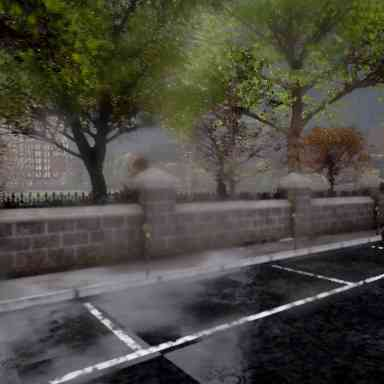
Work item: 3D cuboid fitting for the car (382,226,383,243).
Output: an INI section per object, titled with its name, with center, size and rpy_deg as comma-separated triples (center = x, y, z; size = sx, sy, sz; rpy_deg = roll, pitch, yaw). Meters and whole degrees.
[car]
center = 9.202, 1.287, 13.023
size = 4.097, 1.590, 1.967
rpy_deg = -1, 0, -35
